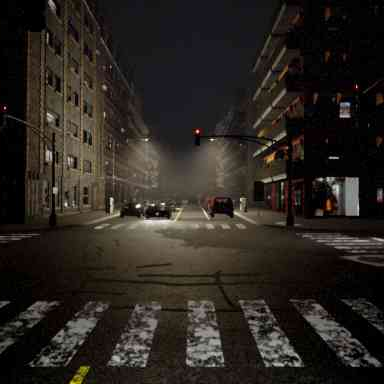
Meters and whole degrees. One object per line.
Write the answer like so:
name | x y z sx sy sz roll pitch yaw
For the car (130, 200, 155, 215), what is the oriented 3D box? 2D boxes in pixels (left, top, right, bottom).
car | -5.258 1.581 35.689 1.947 1.339 4.313 1 0 0

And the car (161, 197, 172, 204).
car | -5.224 1.668 69.061 2.008 1.369 4.403 1 0 0

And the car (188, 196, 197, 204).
car | 0.152 1.602 70.349 1.882 1.535 5.008 0 0 0

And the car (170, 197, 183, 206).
car | -2.681 1.620 59.568 2.033 1.411 5.357 0 0 0

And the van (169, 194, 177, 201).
van | -5.195 1.590 91.317 1.690 1.788 3.998 1 0 0

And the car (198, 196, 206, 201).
car | 2.681 1.815 91.338 1.947 1.339 4.313 1 0 0

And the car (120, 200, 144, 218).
car | -5.265 1.578 30.128 1.947 1.339 4.313 1 0 0

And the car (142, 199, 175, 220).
car | -2.792 1.576 28.386 1.994 1.385 4.181 0 0 -1

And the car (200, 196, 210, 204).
car | 2.658 1.558 69.087 1.967 1.590 4.097 1 0 0

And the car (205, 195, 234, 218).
car | 2.620 1.327 30.165 2.192 1.841 5.009 1 0 0

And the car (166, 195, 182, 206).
car | -2.723 1.602 49.207 1.994 1.385 4.181 0 0 1

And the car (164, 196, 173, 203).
car | -5.217 1.672 74.453 1.752 1.417 4.829 1 0 0

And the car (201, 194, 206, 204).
car | 2.631 1.336 41.289 2.192 1.841 5.009 1 0 0

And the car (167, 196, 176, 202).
car | -5.205 1.766 85.751 2.008 1.369 4.403 1 0 0

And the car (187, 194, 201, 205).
car | 0.174 1.551 59.909 1.882 1.535 5.008 0 0 0

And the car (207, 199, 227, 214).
car | 2.623 1.541 35.894 1.752 1.417 4.829 1 0 0

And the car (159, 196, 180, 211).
car | -2.787 1.524 39.265 1.837 1.490 4.892 0 0 0
